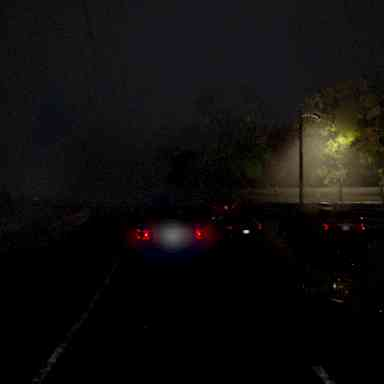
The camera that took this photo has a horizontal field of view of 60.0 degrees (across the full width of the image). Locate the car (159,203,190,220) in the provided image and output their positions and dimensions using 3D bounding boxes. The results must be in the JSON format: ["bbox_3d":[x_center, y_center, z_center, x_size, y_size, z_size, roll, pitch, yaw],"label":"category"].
[{"bbox_3d":[-1.797,1.800,31.879,1.994,1.385,4.181,0,0,-18],"label":"car"}]

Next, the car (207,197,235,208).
[{"bbox_3d":[2.178,1.444,30.974,2.150,2.045,5.566,0,-1,-16],"label":"car"}]

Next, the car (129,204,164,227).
[{"bbox_3d":[-3.654,1.743,25.846,2.033,1.411,5.357,0,0,-15],"label":"car"}]

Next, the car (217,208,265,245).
[{"bbox_3d":[1.998,1.680,16.198,1.994,1.385,4.181,0,0,-9],"label":"car"}]

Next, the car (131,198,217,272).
[{"bbox_3d":[-0.807,1.307,11.377,2.150,2.045,5.566,0,0,-7],"label":"car"}]

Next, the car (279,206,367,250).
[{"bbox_3d":[5.705,1.454,15.110,2.097,1.767,4.553,0,0,-8],"label":"car"}]
